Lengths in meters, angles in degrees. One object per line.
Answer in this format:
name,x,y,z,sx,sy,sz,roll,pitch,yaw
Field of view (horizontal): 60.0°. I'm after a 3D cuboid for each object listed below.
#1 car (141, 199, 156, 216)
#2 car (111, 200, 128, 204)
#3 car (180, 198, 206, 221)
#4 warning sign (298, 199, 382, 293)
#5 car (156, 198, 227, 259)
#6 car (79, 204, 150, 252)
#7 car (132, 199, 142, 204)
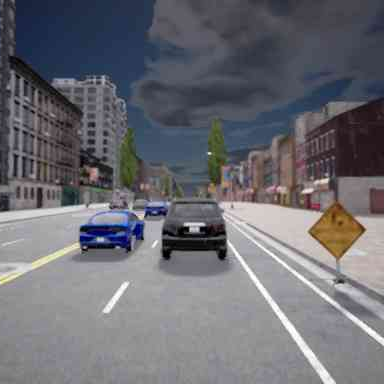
car,-3.153,1.559,30.619,1.882,1.535,5.008,0,0,0
car,-9.823,1.719,44.842,1.994,1.385,4.181,0,0,0
car,0.091,1.424,28.765,2.097,1.767,4.553,0,0,0
warning sign,3.193,1.124,7.338,1.300,1.860,1.060,-2,-2,0
car,0.087,1.239,12.747,2.150,2.045,5.566,0,0,0
car,-3.160,1.499,14.002,1.882,1.535,5.008,0,0,0
car,-6.578,1.651,43.364,1.837,1.490,4.892,0,0,0
